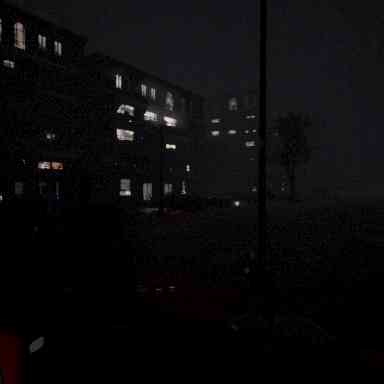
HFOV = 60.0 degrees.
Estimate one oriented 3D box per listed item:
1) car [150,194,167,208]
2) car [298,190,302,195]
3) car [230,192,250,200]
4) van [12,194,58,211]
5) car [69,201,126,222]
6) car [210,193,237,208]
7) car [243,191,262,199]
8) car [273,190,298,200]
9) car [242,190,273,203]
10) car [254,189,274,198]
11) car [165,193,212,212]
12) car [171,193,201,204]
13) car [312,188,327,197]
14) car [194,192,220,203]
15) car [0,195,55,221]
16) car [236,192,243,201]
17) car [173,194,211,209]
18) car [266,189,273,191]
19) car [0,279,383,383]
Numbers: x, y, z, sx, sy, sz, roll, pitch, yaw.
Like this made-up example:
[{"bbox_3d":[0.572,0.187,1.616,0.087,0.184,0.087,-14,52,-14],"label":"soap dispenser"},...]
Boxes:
[{"bbox_3d":[-2.895,0.957,39.303,1.882,1.535,5.008,1,1,35],"label":"car"},{"bbox_3d":[27.831,0.113,87.946,1.887,1.381,4.507,2,2,35],"label":"car"},{"bbox_3d":[8.737,0.648,60.527,1.947,1.339,4.313,2,2,35],"label":"car"},{"bbox_3d":[-13.538,1.034,28.531,1.690,1.788,3.998,2,2,35],"label":"van"},{"bbox_3d":[-6.664,1.328,23.749,1.947,1.339,4.313,2,2,35],"label":"car"},{"bbox_3d":[2.883,1.050,37.457,2.008,1.369,4.403,2,2,35],"label":"car"},{"bbox_3d":[11.822,0.524,64.956,1.752,1.417,4.829,2,2,35],"label":"car"},{"bbox_3d":[15.711,0.674,55.877,1.752,1.417,4.829,2,2,35],"label":"car"},{"bbox_3d":[9.248,0.876,46.598,2.008,1.369,4.403,2,2,35],"label":"car"},{"bbox_3d":[15.105,0.226,69.661,2.192,1.841,5.009,2,2,35],"label":"car"},{"bbox_3d":[-0.300,1.131,32.887,1.887,1.381,4.507,2,2,35],"label":"car"},{"bbox_3d":[-0.811,0.908,46.817,1.947,1.339,4.313,2,2,35],"label":"car"},{"bbox_3d":[29.070,0.008,75.595,2.150,2.045,5.566,1,1,35],"label":"car"},{"bbox_3d":[2.372,0.806,51.387,2.008,1.369,4.403,2,2,35],"label":"car"},{"bbox_3d":[-13.118,1.254,24.529,2.128,1.511,4.902,0,1,33],"label":"car"},{"bbox_3d":[7.882,0.700,54.611,1.882,1.535,5.008,1,1,35],"label":"car"},{"bbox_3d":[0.059,1.001,37.954,1.837,1.490,4.892,1,1,35],"label":"car"},{"bbox_3d":[13.790,0.473,57.684,2.097,1.767,4.553,1,1,35],"label":"car"},{"bbox_3d":[-0.316,1.544,3.096,4.507,1.381,1.887,0,0,36],"label":"car"}]
